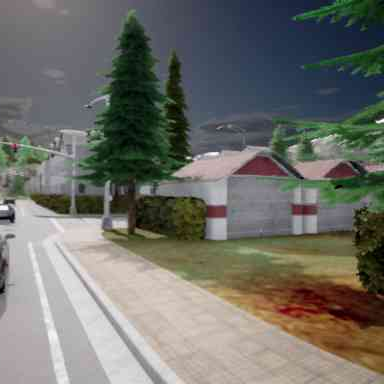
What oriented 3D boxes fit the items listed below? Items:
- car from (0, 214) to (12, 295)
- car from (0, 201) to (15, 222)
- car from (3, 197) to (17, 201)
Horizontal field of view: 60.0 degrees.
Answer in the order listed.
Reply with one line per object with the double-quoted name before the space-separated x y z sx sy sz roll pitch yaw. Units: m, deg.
"car" -5.615 1.522 8.227 1.837 1.490 4.892 1 0 -28
"car" -15.308 1.640 26.666 1.994 1.385 4.181 1 0 -28
"car" -32.275 1.659 58.823 1.837 1.490 4.892 1 0 -28
